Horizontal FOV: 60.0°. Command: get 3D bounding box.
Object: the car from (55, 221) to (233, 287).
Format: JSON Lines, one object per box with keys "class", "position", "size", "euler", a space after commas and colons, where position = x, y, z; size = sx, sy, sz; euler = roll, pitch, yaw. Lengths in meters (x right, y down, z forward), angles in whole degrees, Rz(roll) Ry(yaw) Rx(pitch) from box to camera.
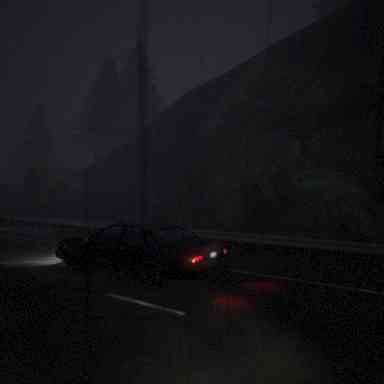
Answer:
{"class": "car", "position": [-1.548, 1.527, 9.294], "size": [5.357, 1.411, 2.033], "euler": [0, 0, 35]}
